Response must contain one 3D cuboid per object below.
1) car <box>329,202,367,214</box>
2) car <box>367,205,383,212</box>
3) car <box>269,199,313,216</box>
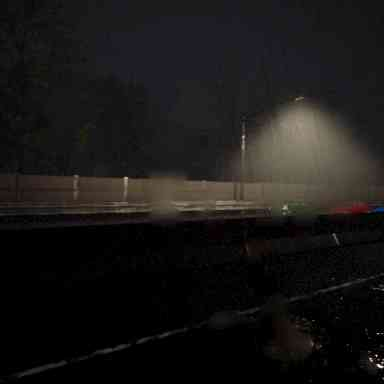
[{"bbox_3d":[14.902,1.651,31.171,5.008,1.535,1.882,1,0,-35],"label":"car"},{"bbox_3d":[17.600,1.685,28.792,5.008,1.535,1.882,1,0,-35],"label":"car"},{"bbox_3d":[9.427,1.456,31.585,4.553,1.767,2.097,1,0,-35],"label":"car"}]
